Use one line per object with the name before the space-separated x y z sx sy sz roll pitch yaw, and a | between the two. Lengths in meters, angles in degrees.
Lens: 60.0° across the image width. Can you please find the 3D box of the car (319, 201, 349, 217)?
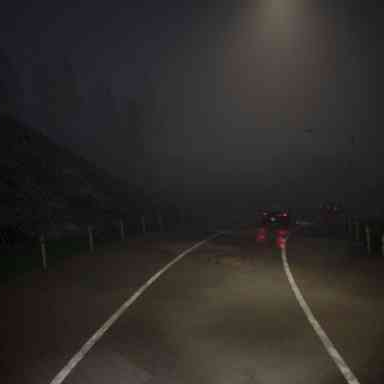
car | 16.305 1.803 37.754 2.097 1.767 4.553 5 2 43

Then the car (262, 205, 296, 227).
car | 6.356 1.661 24.123 1.812 1.442 4.674 2 0 25
